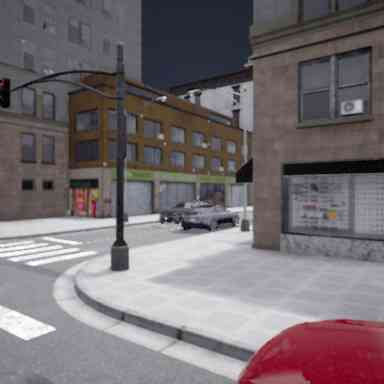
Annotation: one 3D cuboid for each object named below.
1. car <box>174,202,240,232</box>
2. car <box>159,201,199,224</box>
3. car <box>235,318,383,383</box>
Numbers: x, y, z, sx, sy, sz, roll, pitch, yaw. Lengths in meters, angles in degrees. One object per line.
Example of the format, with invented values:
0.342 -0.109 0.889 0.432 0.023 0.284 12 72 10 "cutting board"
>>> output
1.161 1.469 19.597 1.994 1.385 4.181 0 0 34 "car"
-0.210 1.367 22.956 1.882 1.535 5.008 0 0 36 "car"
2.430 1.317 1.070 5.009 1.841 2.192 0 0 36 "car"
